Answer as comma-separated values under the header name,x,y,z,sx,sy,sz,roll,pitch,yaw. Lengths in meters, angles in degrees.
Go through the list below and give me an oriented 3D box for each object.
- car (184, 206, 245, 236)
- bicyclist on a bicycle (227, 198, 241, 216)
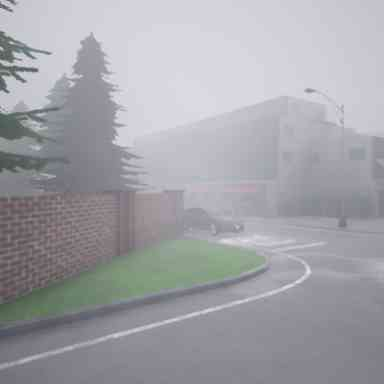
name,x,y,z,sx,sy,sz,roll,pitch,yaw
car,1.038,1.610,19.551,1.837,1.490,4.892,0,0,-35
bicyclist on a bicycle,3.642,1.361,28.964,1.656,1.620,0.582,-1,0,-35
